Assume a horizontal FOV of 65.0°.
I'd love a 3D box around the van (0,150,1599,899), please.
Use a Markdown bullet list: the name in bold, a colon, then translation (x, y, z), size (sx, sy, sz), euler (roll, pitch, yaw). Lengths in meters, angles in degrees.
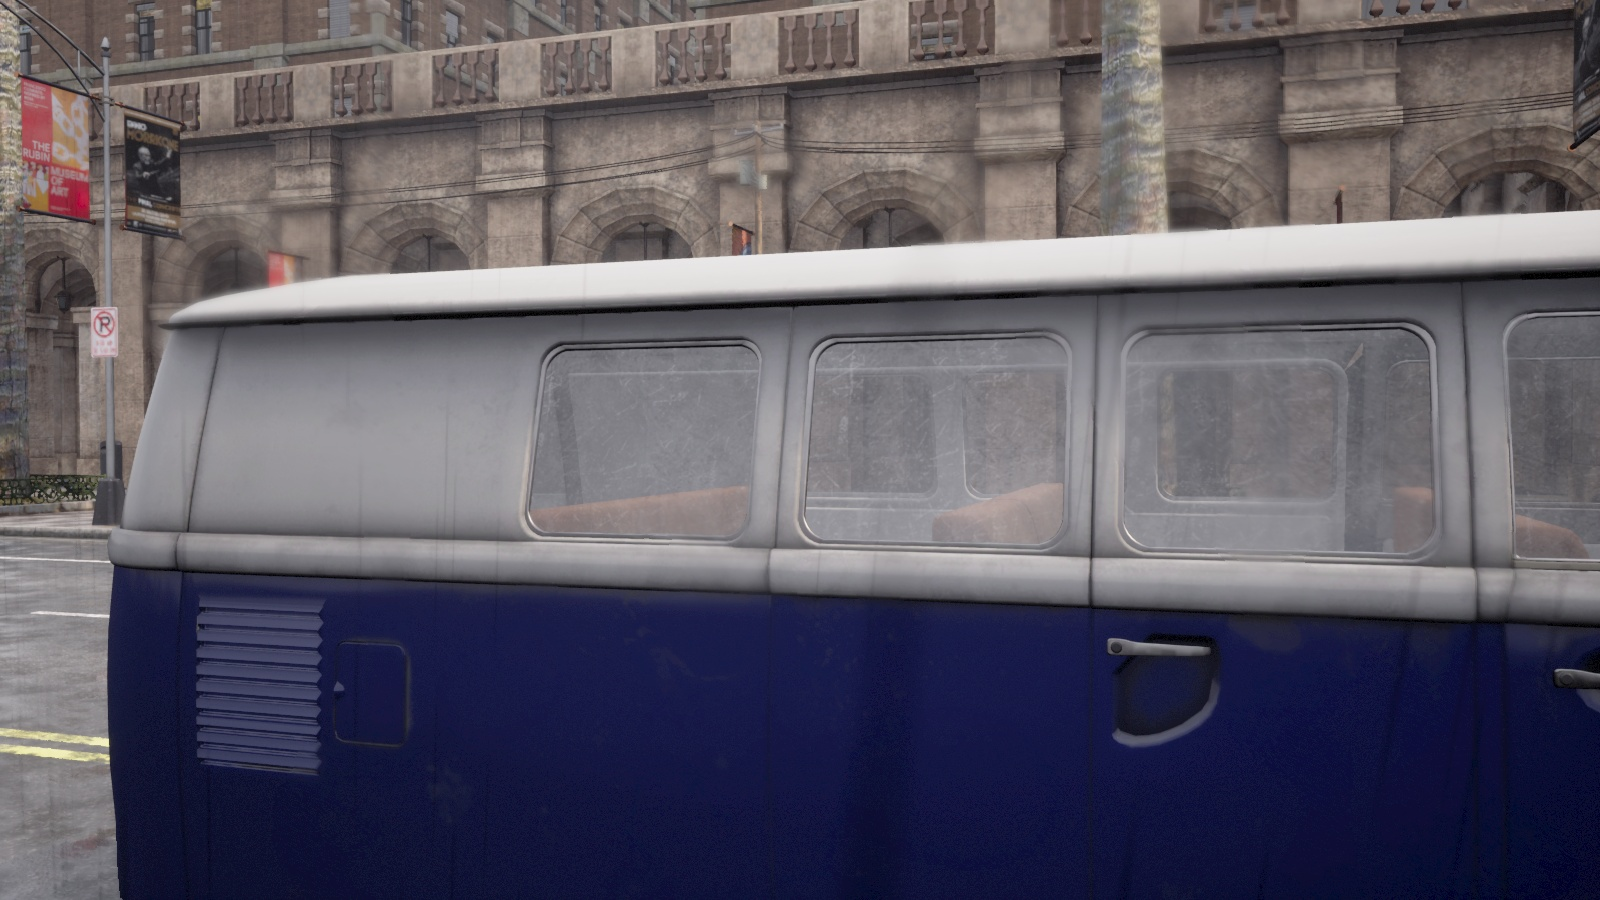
- **van**: translation (0.567, 0.533, 2.993), size (4.442, 1.987, 1.775), euler (1, 1, 18)
